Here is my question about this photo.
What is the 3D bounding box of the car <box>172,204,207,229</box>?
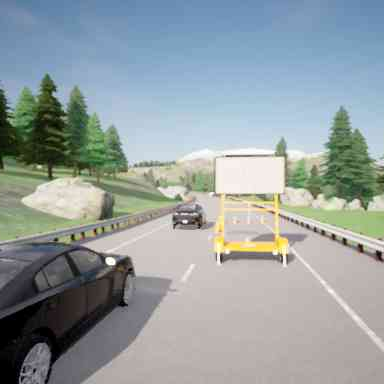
[{"bbox_3d":[-0.121,1.545,22.230,2.128,1.511,4.902,0,0,7],"label":"car"}]

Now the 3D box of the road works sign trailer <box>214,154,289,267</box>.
[{"bbox_3d":[2.003,0.490,11.604,2.380,3.560,2.880,0,0,7],"label":"road works sign trailer"}]

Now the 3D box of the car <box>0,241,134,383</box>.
[{"bbox_3d":[-2.387,1.493,5.094,1.882,1.535,5.008,0,0,8],"label":"car"}]
